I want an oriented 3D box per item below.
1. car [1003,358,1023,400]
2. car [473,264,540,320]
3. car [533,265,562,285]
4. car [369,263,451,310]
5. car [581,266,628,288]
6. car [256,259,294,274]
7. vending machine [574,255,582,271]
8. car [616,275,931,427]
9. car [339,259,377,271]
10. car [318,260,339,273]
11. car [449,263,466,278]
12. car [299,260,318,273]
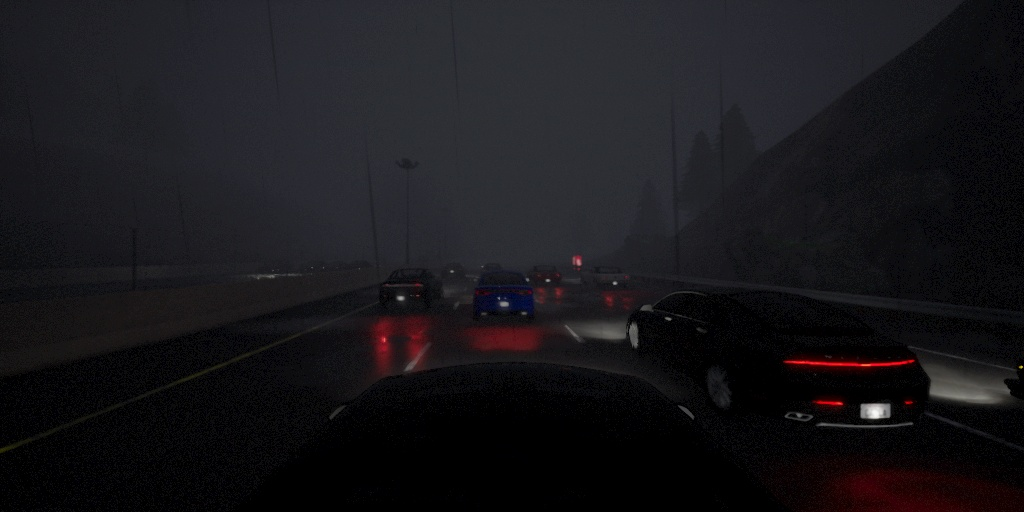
[{"bbox_3d":[7.044,1.282,1.900,2.033,1.411,5.357,0,0,0],"label":"car"},{"bbox_3d":[-0.349,1.220,12.685,1.882,1.535,5.008,0,0,-3],"label":"car"},{"bbox_3d":[2.239,1.328,25.942,1.895,1.301,4.718,0,0,-4],"label":"car"},{"bbox_3d":[-3.989,1.240,14.796,2.128,1.511,4.902,0,0,-4],"label":"car"},{"bbox_3d":[5.939,1.322,23.425,1.895,1.301,4.718,0,0,-4],"label":"car"},{"bbox_3d":[-27.214,1.130,41.371,2.097,1.767,4.553,0,0,-4],"label":"car"},{"bbox_3d":[8.915,0.891,48.670,1.100,2.100,0.880,0,0,-4],"label":"vending machine"},{"bbox_3d":[3.443,1.244,5.879,1.837,1.490,4.892,0,0,-1],"label":"car"},{"bbox_3d":[-16.477,1.264,38.596,1.837,1.490,4.892,0,0,-4],"label":"car"},{"bbox_3d":[-20.215,1.289,41.596,1.812,1.442,4.674,0,0,-4],"label":"car"},{"bbox_3d":[-5.324,1.302,32.985,1.994,1.385,4.181,0,0,-4],"label":"car"},{"bbox_3d":[-23.868,1.273,43.494,1.837,1.490,4.892,0,1,-4],"label":"car"}]
